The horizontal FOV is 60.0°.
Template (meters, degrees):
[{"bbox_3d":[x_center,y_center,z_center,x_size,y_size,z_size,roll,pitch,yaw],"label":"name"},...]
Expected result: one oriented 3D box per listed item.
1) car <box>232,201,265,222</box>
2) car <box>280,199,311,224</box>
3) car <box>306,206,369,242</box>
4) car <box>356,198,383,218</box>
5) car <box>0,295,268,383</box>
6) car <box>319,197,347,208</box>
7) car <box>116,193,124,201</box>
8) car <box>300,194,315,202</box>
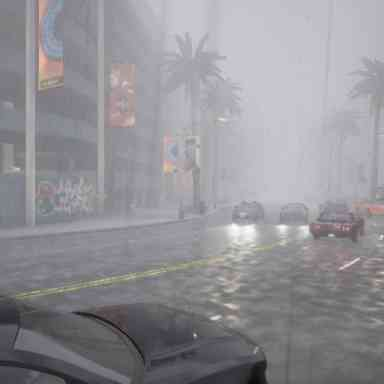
[{"bbox_3d":[4.568,1.502,26.457,2.128,1.511,4.902,0,0,21],"label":"car"},{"bbox_3d":[7.838,1.544,25.210,1.812,1.442,4.674,0,0,21],"label":"car"},{"bbox_3d":[7.304,1.607,16.419,1.895,1.301,4.718,0,0,33],"label":"car"},{"bbox_3d":[16.500,1.351,30.161,2.097,1.767,4.553,0,0,11],"label":"car"},{"bbox_3d":[-1.618,1.475,2.125,5.008,1.535,1.882,0,0,-35],"label":"car"},{"bbox_3d":[13.068,1.499,30.852,1.837,1.490,4.892,0,0,11],"label":"car"},{"bbox_3d":[-11.626,0.977,53.577,2.435,2.045,5.566,0,0,10],"label":"car"},{"bbox_3d":[29.243,1.301,83.729,2.185,1.767,4.553,0,0,10],"label":"car"}]
